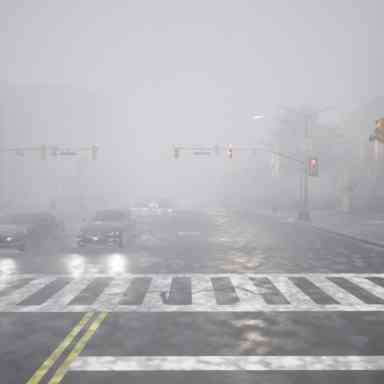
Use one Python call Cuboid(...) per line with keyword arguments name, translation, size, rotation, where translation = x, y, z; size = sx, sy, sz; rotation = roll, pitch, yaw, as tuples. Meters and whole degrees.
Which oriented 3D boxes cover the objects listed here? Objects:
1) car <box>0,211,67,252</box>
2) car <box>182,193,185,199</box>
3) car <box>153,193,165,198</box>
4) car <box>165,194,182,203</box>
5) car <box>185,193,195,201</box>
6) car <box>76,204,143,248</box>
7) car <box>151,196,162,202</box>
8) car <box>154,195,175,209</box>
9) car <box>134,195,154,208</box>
Cuboid(name="car", translation=(-7.112, 1.546, 14.218), size=(2.033, 1.411, 5.357), rotation=(0, 0, 0))
Cuboid(name="car", translation=(-4.335, 1.355, 86.140), size=(2.097, 1.767, 4.553), rotation=(0, 0, -29))
Cuboid(name="car", translation=(-7.183, 1.492, 65.646), size=(2.128, 1.511, 4.902), rotation=(0, 0, 0))
Cuboid(name="car", translation=(-3.687, 1.548, 66.935), size=(2.033, 1.411, 5.357), rotation=(0, 0, 1))
Cuboid(name="car", translation=(-1.292, 1.225, 87.845), size=(2.150, 2.045, 5.566), rotation=(0, 0, -29))
Cuboid(name="car", translation=(-3.615, 1.503, 14.854), size=(1.837, 1.490, 4.892), rotation=(0, 0, 0))
Cuboid(name="car", translation=(-8.340, 1.595, 77.007), size=(1.895, 1.301, 4.718), rotation=(0, 0, -14))
Cuboid(name="car", translation=(-3.651, 1.525, 45.527), size=(1.812, 1.442, 4.674), rotation=(0, 0, 0))
Cuboid(name="car", translation=(-7.154, 1.547, 48.302), size=(2.033, 1.411, 5.357), rotation=(0, 0, 0))
